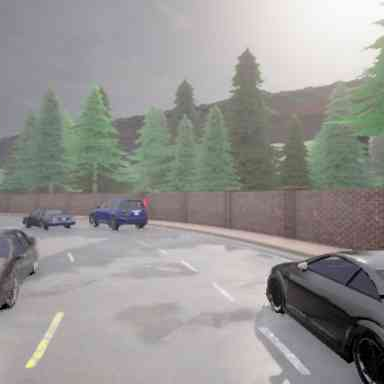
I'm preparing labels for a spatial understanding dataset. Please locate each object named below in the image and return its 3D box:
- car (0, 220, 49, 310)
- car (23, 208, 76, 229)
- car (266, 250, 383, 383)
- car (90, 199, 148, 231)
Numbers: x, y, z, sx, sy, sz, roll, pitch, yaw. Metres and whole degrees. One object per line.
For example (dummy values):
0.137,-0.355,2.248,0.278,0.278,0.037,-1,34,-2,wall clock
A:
-4.959,1.659,8.053,2.033,1.411,5.357,0,-1,-17,car
-10.205,1.856,23.620,5.357,1.411,2.033,-1,-1,45,car
2.747,1.617,5.295,1.994,1.385,4.181,0,-1,-9,car
-5.181,1.507,23.158,2.150,2.045,5.566,1,-1,-38,car
